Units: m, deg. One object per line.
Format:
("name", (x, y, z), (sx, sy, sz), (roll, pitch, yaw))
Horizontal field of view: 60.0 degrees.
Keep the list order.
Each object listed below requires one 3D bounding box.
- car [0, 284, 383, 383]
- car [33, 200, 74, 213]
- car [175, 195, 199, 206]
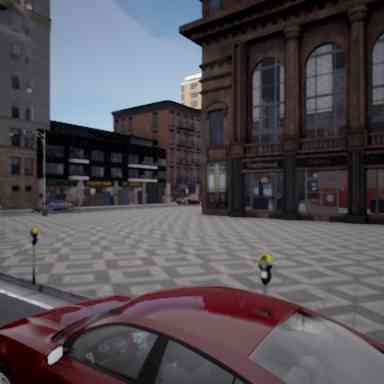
("car", (-0.086, 1.545, 2.908), (4.507, 1.381, 1.887), (0, 0, 35))
("car", (-14.958, 1.527, 36.077), (1.994, 1.385, 4.181), (0, 0, 36))
("car", (-0.809, 1.337, 55.208), (2.097, 1.767, 4.553), (0, 0, 37))
